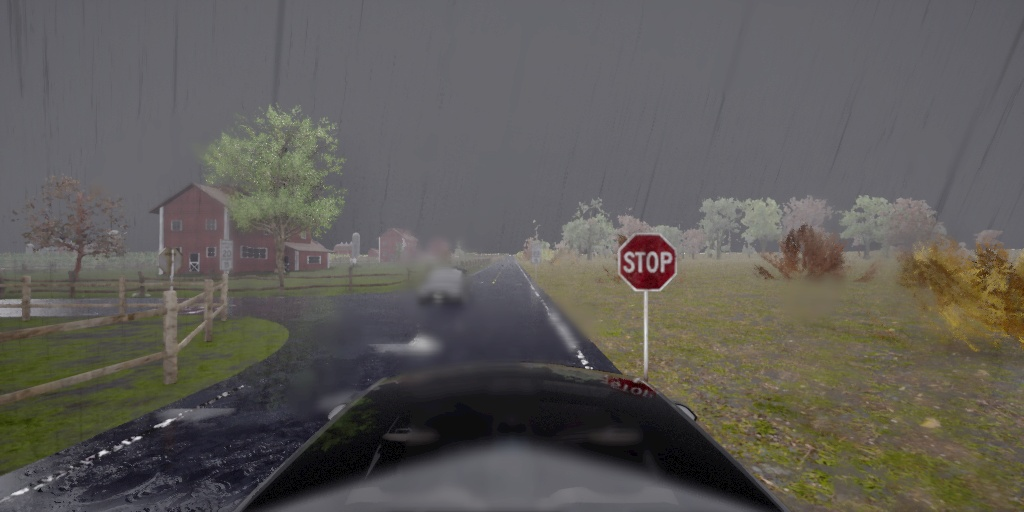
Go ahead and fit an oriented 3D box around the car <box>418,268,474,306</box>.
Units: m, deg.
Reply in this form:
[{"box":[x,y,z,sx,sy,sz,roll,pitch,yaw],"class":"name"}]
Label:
[{"box":[-2.764,1.287,15.841,1.837,1.490,4.892,0,0,0],"class":"car"}]
